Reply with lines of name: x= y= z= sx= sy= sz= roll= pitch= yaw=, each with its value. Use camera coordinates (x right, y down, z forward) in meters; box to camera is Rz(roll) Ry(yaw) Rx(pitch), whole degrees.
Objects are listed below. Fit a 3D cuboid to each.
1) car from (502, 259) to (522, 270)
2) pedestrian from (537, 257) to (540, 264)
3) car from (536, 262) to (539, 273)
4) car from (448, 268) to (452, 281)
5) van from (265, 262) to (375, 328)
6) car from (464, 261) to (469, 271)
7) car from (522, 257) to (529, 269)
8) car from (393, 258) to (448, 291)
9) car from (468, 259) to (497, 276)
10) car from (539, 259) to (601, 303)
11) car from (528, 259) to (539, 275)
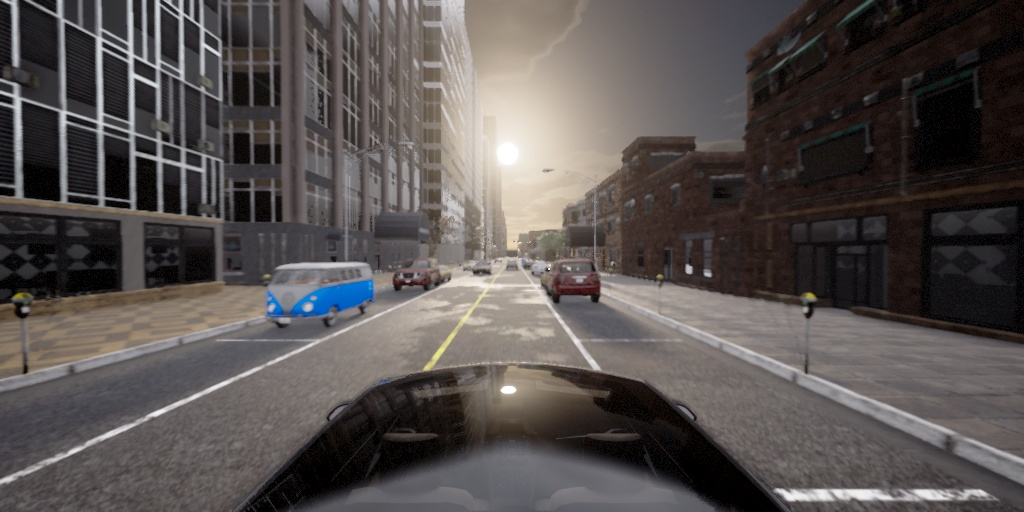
car: x=0.018 y=1.285 z=53.015 sx=2.033 sy=1.411 sz=5.357 roll=0 pitch=0 yaw=0
pedestrian: x=3.012 y=1.034 z=41.789 sx=0.375 sy=1.860 sz=0.375 roll=-1 pitch=1 yaw=-2
car: x=2.696 y=1.270 z=22.314 sx=1.751 sy=1.417 sz=4.829 roll=0 pitch=0 yaw=0
car: x=-5.683 y=1.270 z=27.522 sx=1.751 sy=1.417 sz=4.829 roll=0 pitch=0 yaw=0
van: x=-5.688 y=1.089 z=11.087 sx=1.690 sy=1.789 sz=3.998 roll=0 pitch=0 yaw=0
car: x=-5.677 y=1.264 z=49.661 sx=1.751 sy=1.417 sz=4.829 roll=0 pitch=0 yaw=0
car: x=2.706 y=1.302 z=55.351 sx=1.948 sy=1.339 sz=4.313 roll=0 pitch=0 yaw=0
car: x=-5.685 y=1.061 z=22.156 sx=2.192 sy=1.841 sz=5.009 roll=0 pitch=0 yaw=0
car: x=-3.058 y=1.289 z=38.103 sx=2.033 sy=1.411 sz=5.357 roll=0 pitch=0 yaw=0
car: x=2.694 y=1.061 z=16.609 sx=2.192 sy=1.841 sz=5.009 roll=0 pitch=0 yaw=0
car: x=3.011 y=1.267 z=38.967 sx=1.812 sy=1.442 sz=4.674 roll=0 pitch=0 yaw=0
